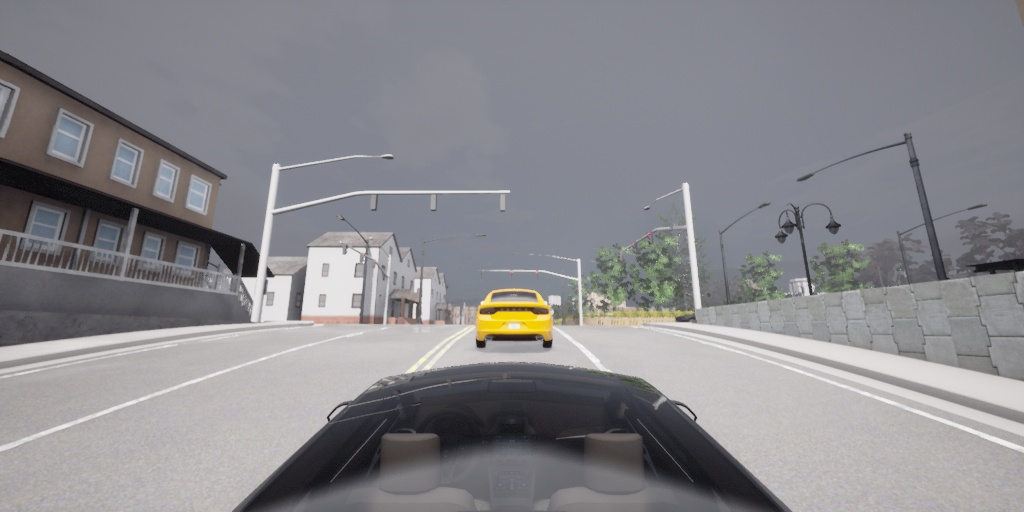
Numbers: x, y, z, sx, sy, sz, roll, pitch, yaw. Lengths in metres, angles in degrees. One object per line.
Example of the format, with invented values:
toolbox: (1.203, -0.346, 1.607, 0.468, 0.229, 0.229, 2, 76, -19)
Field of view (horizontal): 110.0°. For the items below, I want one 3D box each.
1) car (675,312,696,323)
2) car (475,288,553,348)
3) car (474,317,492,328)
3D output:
car: (16.456, 5.248, 30.395, 5.008, 1.535, 1.882, 0, -12, 1)
car: (0.060, 1.719, 10.529, 1.882, 1.535, 5.008, 0, -7, 0)
car: (-3.646, 8.605, 46.163, 1.895, 1.301, 4.718, 0, -12, 0)
